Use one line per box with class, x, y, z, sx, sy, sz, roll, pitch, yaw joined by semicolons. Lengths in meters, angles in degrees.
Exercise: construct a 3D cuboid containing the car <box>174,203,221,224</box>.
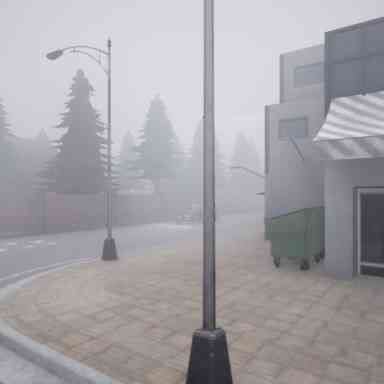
car;0.499;1.713;27.018;1.837;1.490;4.892;0;0;37
